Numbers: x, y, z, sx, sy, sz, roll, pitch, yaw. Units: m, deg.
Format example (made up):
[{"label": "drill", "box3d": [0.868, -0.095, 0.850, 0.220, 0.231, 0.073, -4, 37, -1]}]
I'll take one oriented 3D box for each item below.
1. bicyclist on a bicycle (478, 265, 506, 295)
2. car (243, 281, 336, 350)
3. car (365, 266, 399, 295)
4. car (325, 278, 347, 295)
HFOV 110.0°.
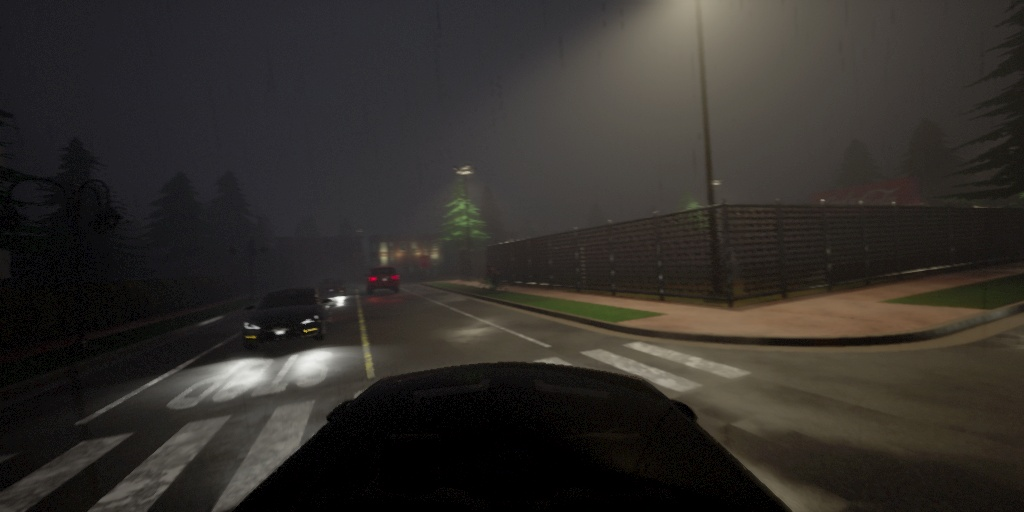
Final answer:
[{"label": "bicyclist on a bicycle", "box3d": [-1.103, 1.308, 19.867, 1.656, 1.620, 0.582, -2, -1, -24]}, {"label": "car", "box3d": [-6.826, 1.756, 11.258, 1.837, 1.490, 4.892, -3, -1, -24]}, {"label": "car", "box3d": [-10.249, 1.872, 28.284, 2.150, 2.045, 5.566, -3, -1, -24]}, {"label": "car", "box3d": [-14.308, 2.463, 28.613, 1.994, 1.385, 4.181, -3, -1, -23]}]
